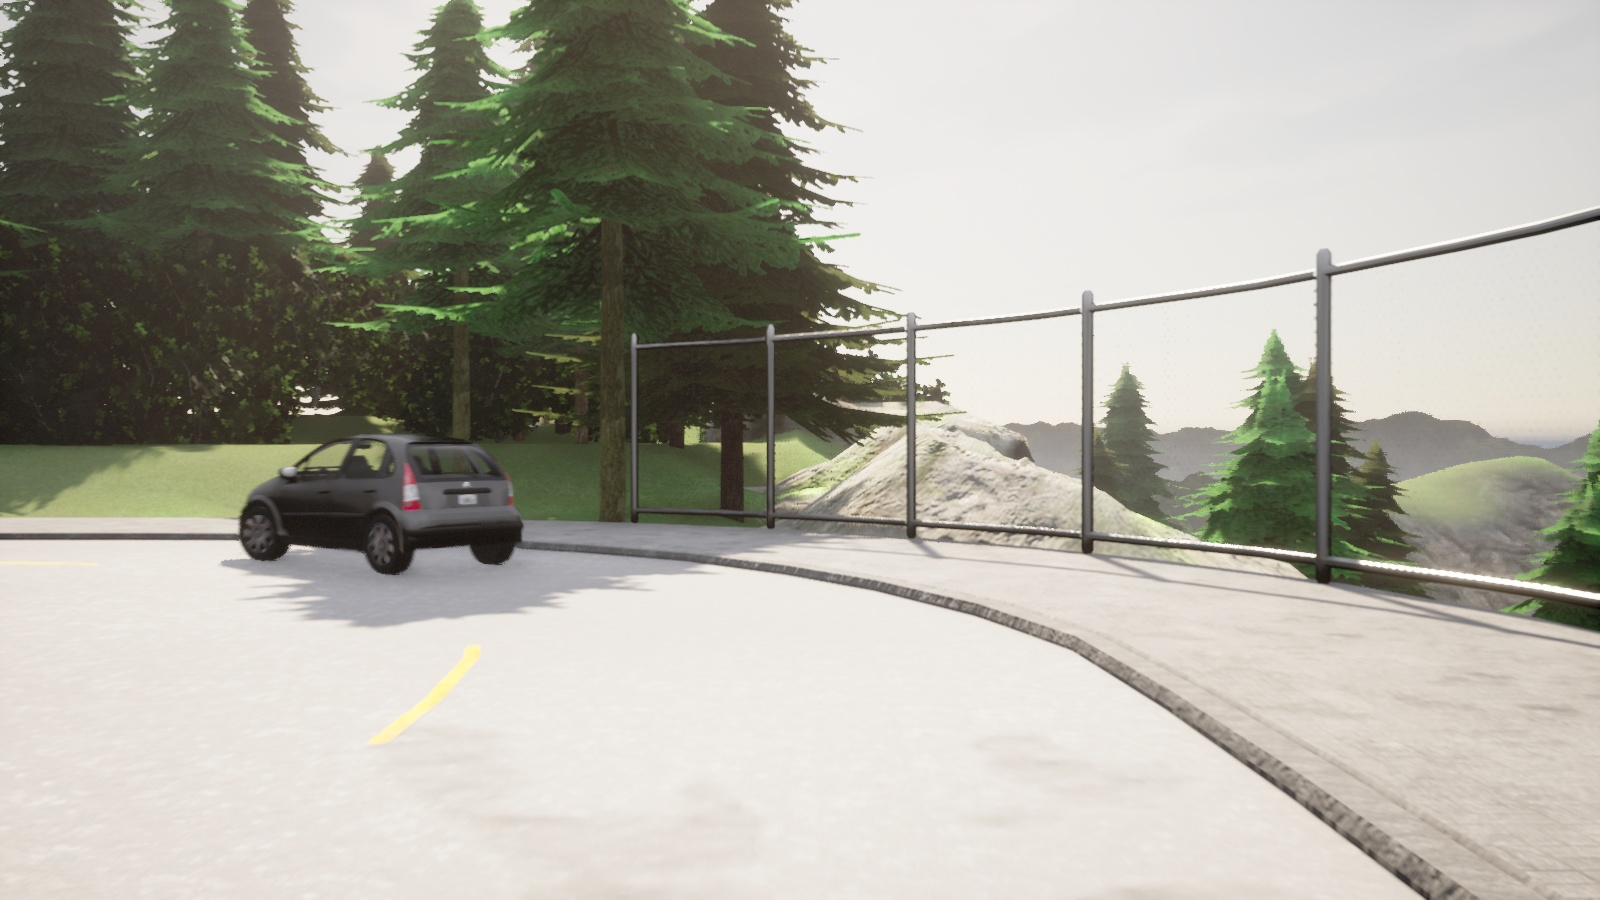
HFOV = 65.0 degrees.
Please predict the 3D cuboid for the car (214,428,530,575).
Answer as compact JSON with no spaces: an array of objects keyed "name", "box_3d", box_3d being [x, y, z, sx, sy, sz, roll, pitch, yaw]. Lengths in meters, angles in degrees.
[{"name":"car","box_3d":[-5.414,0.553,15.713,3.988,1.617,1.851,0,0,38]}]
